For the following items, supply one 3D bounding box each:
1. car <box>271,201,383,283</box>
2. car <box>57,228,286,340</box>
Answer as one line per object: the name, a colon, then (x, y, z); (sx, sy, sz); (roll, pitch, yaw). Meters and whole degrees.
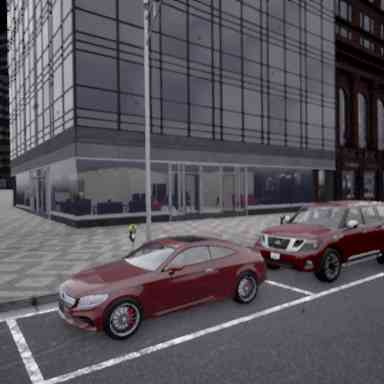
car: (4.068, 1.211, 9.573); (5.009, 1.841, 2.192); (-1, 0, -36)
car: (-0.340, 1.542, 6.417); (4.206, 1.307, 1.802); (-1, 0, -36)
